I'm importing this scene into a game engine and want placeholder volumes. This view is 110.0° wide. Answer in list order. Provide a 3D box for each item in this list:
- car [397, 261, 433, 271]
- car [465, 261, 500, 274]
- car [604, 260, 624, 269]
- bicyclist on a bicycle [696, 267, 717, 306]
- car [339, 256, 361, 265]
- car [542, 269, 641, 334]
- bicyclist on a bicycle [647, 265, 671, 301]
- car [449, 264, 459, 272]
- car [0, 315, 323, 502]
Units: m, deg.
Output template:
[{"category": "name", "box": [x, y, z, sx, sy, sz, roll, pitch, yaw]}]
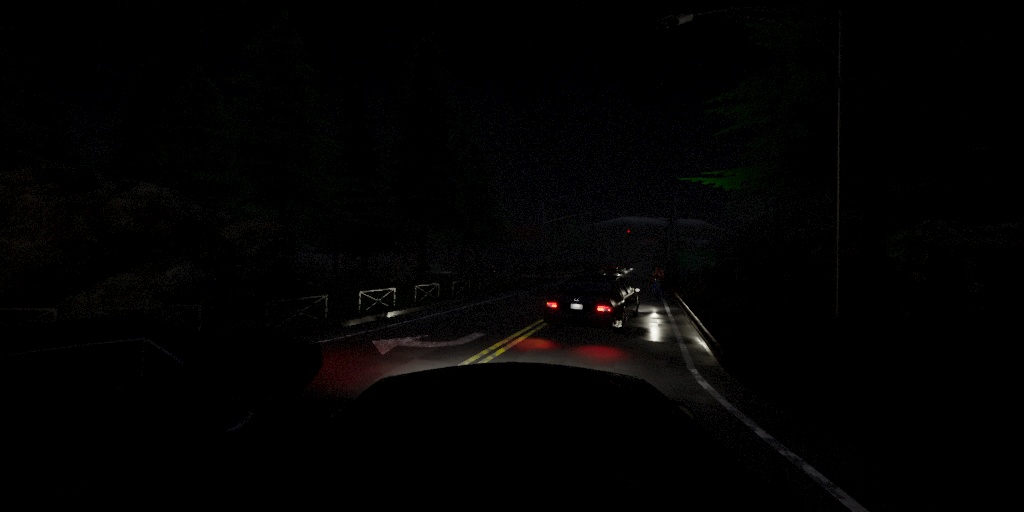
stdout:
[{"category": "car", "box": [-13.089, 1.396, 48.408, 5.008, 1.535, 1.882, 1, -1, 21]}, {"category": "car", "box": [-3.770, 1.391, 44.810, 4.553, 1.767, 2.097, 1, -1, 21]}, {"category": "car", "box": [14.103, 1.566, 50.261, 2.097, 1.767, 4.553, 1, 0, 21]}, {"category": "bicyclist on a bicycle", "box": [8.214, 1.273, 15.099, 1.656, 1.620, 0.582, 1, 0, -33]}, {"category": "car", "box": [-22.667, 1.018, 52.408, 5.566, 2.045, 2.150, 1, -1, 25]}, {"category": "car", "box": [2.534, 1.231, 10.404, 2.033, 1.411, 5.357, 1, -1, 25]}, {"category": "bicyclist on a bicycle", "box": [6.801, 1.258, 16.514, 1.656, 1.620, 0.582, 1, 0, -30]}, {"category": "car", "box": [-6.500, 1.563, 49.756, 4.674, 1.442, 1.812, 1, -1, 21]}, {"category": "car", "box": [-4.415, 1.302, 3.115, 1.895, 1.301, 4.718, 1, 0, 31]}]
